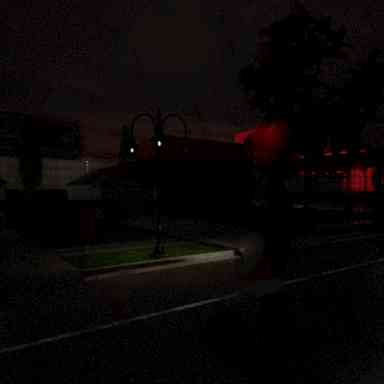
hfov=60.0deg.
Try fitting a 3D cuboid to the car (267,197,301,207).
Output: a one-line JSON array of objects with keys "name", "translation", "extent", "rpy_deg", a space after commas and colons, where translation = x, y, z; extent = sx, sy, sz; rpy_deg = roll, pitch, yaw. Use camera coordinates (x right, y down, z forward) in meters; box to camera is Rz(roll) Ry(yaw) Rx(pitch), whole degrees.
[{"name": "car", "translation": [14.107, 1.601, 52.246], "extent": [1.895, 1.301, 4.718], "rpy_deg": [0, 0, -33]}]

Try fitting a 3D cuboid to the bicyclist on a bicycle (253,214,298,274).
[{"name": "bicyclist on a bicycle", "translation": [2.331, 1.455, 9.503], "extent": [0.582, 1.620, 1.656], "rpy_deg": [0, -2, -35]}]
